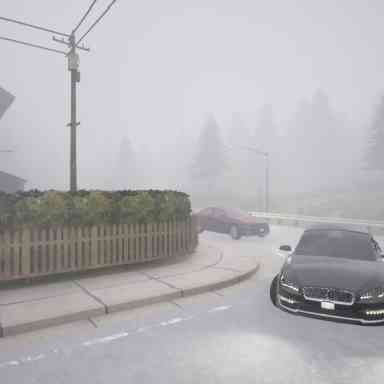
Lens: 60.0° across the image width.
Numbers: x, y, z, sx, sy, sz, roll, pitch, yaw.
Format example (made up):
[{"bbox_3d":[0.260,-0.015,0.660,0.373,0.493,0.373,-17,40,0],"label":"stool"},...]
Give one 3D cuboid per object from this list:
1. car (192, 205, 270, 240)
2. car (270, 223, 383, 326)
[{"bbox_3d":[1.882,1.478,17.452,1.882,1.535,5.008,0,0,-33],"label":"car"},{"bbox_3d":[3.182,1.505,7.316,1.837,1.490,4.892,0,0,27],"label":"car"}]
